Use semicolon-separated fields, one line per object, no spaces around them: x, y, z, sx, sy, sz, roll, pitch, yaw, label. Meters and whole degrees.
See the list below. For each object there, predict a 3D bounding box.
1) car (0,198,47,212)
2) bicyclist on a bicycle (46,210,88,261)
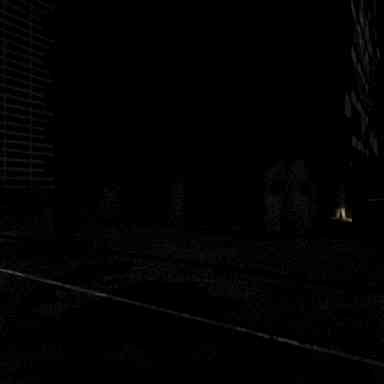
-19.790;1.486;39.438;2.128;1.511;4.902;0;0;33;car
-4.198;1.422;11.230;0.582;1.620;1.656;0;1;33;bicyclist on a bicycle
